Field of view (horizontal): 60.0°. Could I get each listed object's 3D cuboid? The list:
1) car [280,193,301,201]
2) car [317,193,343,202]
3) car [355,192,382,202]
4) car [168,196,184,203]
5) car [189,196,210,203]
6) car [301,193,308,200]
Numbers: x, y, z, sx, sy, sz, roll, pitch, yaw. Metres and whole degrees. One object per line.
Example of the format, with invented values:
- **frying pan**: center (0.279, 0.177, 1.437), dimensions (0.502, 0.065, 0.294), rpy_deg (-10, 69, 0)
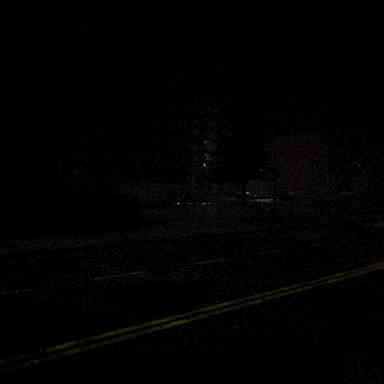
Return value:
- **car**: center (26.279, 1.392, 88.910), dimensions (1.970, 1.475, 3.806), rpy_deg (0, 0, -36)
- **car**: center (30.342, 1.393, 73.262), dimensions (1.970, 1.475, 3.806), rpy_deg (0, 0, -36)
- **car**: center (44.053, 1.151, 83.138), dimensions (1.932, 1.855, 4.605), rpy_deg (0, 0, -36)
- **car**: center (-3.431, 1.509, 68.509), dimensions (1.882, 1.535, 5.008), rpy_deg (0, 0, -36)
- **car**: center (1.429, 1.540, 67.728), dimensions (2.033, 1.411, 5.357), rpy_deg (0, 0, -35)
- **car**: center (28.638, 1.361, 90.588), dimensions (1.784, 1.438, 3.905), rpy_deg (0, 0, -36)
